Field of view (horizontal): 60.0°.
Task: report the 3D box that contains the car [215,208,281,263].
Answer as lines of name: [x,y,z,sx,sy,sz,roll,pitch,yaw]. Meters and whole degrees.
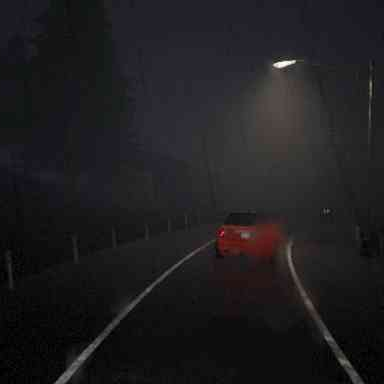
car: [2.282,1.482,12.827,2.097,1.767,4.553,1,-1,14]

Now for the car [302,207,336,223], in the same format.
car: [12.796,2.242,33.472,2.033,1.411,5.357,3,0,40]
